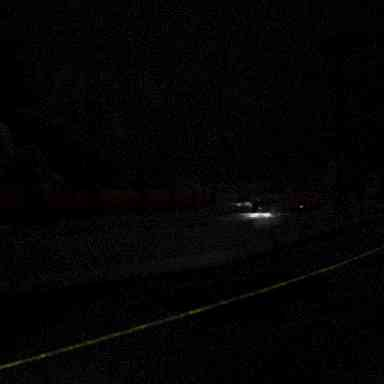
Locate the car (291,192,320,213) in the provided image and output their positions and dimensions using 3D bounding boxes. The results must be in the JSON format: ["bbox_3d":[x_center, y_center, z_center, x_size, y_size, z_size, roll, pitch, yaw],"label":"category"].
[{"bbox_3d":[11.538,1.004,33.646,2.150,2.045,5.566,0,0,28],"label":"car"}]

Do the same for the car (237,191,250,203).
[{"bbox_3d":[9.489,0.900,61.097,2.150,2.045,5.566,0,0,9],"label":"car"}]

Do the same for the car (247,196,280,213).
[{"bbox_3d":[7.527,1.370,33.760,1.994,1.385,4.181,0,0,30],"label":"car"}]
